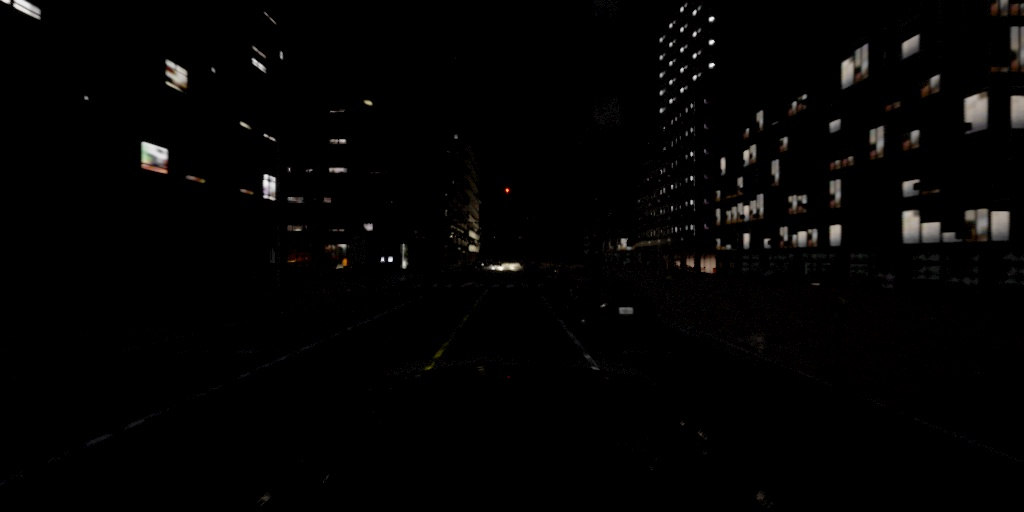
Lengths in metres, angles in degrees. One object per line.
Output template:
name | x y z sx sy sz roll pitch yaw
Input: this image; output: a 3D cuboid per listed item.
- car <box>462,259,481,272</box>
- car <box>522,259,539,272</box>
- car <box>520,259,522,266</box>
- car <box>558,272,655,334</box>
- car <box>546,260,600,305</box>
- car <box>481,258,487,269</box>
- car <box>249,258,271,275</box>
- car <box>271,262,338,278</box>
car | -5.672 1.382 48.453 2.007 1.370 4.403 0 0 0
car | 2.708 1.376 48.450 1.888 1.381 4.507 0 0 0
car | 2.712 1.383 59.685 1.751 1.417 4.829 0 0 0
car | 2.695 1.329 10.539 1.948 1.339 4.313 0 0 0
car | 2.697 1.086 16.062 2.192 1.841 5.009 0 0 0
car | -5.669 1.409 59.519 2.007 1.370 4.403 0 0 0
car | -21.822 1.031 28.989 4.829 1.417 1.751 0 0 -1
car | -16.425 1.133 29.041 4.403 1.370 2.007 0 0 -1
